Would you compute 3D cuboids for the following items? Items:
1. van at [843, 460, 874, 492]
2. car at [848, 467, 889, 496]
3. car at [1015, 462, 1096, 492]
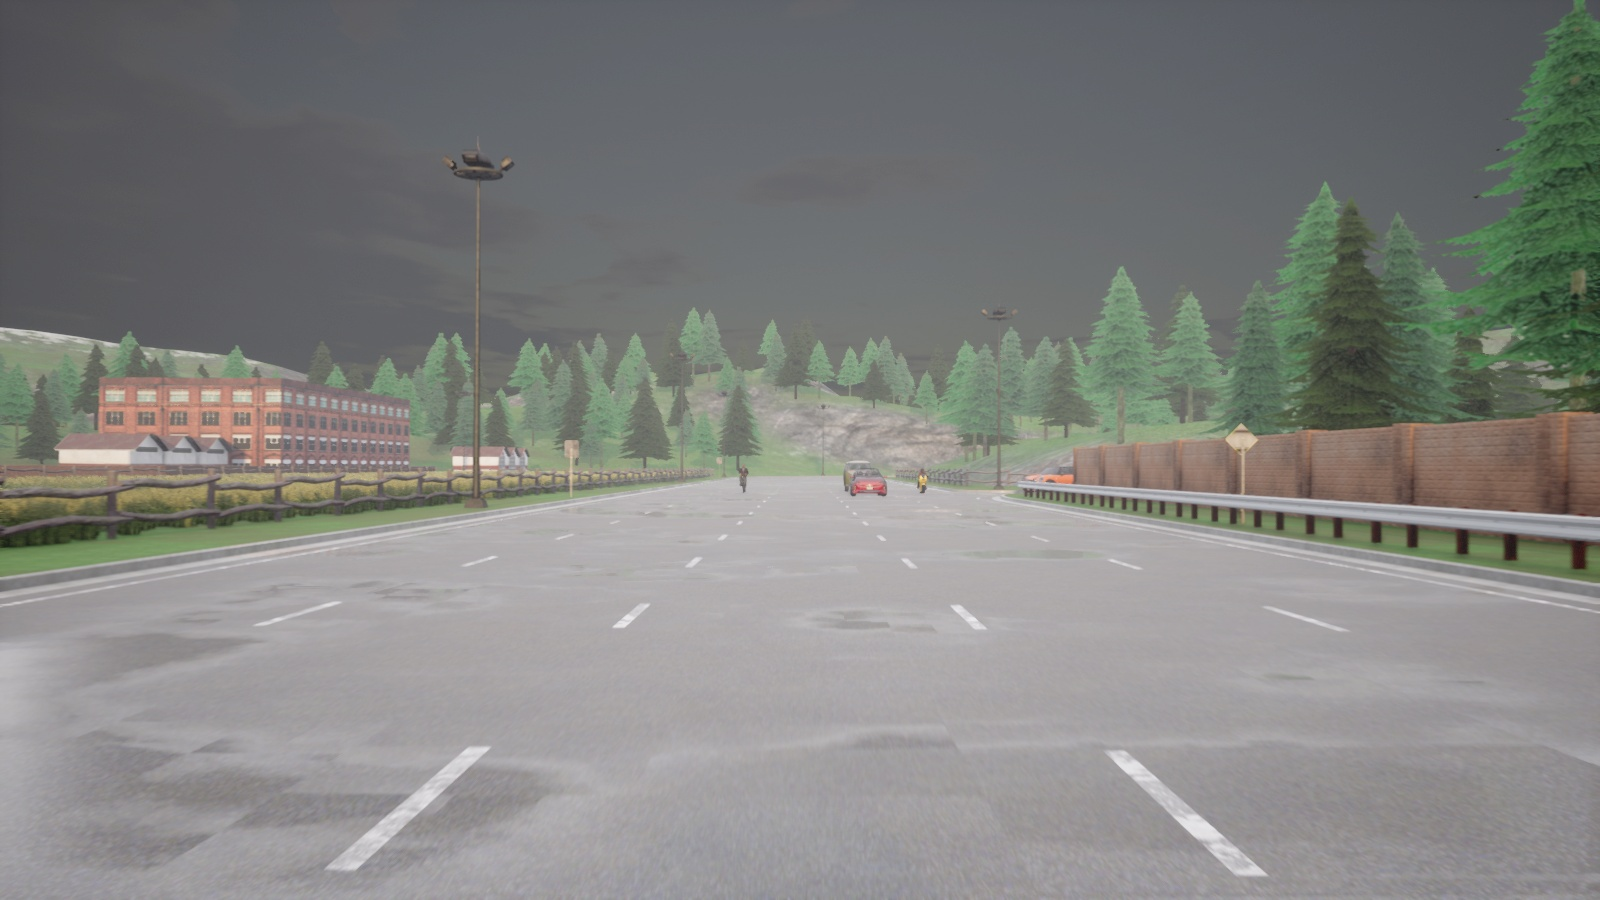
[{"bbox_3d":[3.740,1.657,81.013,1.775,1.987,4.442,0,-1,0],"label":"van"},{"bbox_3d":[3.698,1.680,68.513,2.007,1.525,4.514,0,-1,0],"label":"car"},{"bbox_3d":[15.642,1.658,76.851,4.553,1.767,2.097,0,-1,-29],"label":"car"}]
